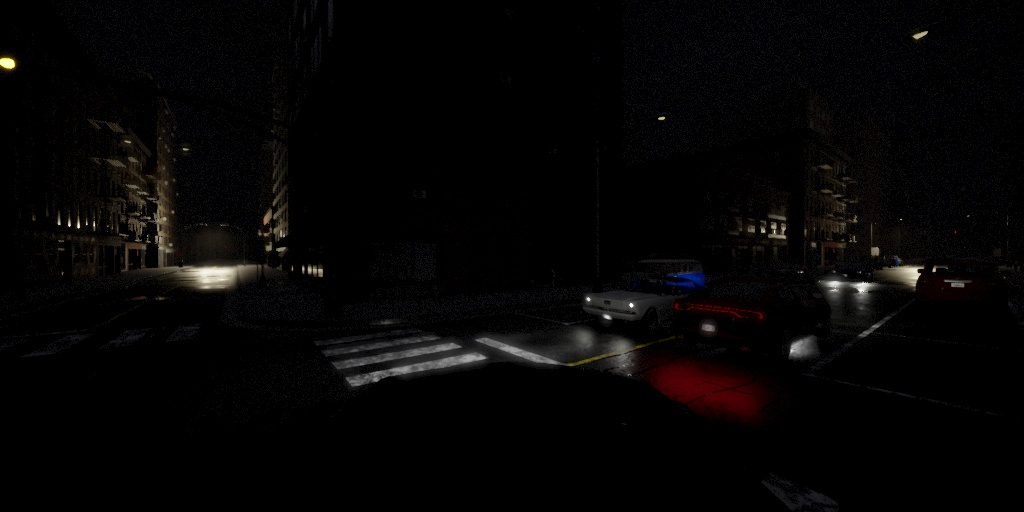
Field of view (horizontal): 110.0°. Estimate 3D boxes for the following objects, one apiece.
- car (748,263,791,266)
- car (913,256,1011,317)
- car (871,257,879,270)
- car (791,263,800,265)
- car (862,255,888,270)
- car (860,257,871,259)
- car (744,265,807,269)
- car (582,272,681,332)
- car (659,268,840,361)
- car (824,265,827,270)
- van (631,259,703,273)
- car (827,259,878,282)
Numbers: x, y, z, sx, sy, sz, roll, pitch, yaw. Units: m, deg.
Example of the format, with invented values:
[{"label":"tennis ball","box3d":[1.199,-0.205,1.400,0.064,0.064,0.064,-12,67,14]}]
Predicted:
[{"label":"car","box3d":[15.624,1.222,22.733,4.313,1.339,1.948,0,0,-37]},{"label":"car","box3d":[16.263,1.014,13.008,5.009,1.841,2.192,0,0,-37]},{"label":"car","box3d":[41.384,1.113,42.446,4.313,1.339,1.948,0,0,-37]},{"label":"car","box3d":[19.917,1.183,26.019,4.507,1.381,1.888,0,0,-37]},{"label":"car","box3d":[45.677,0.844,45.732,5.009,1.841,2.192,0,0,-37]},{"label":"car","box3d":[37.091,1.116,39.161,4.403,1.370,2.007,0,0,-37]},{"label":"car","box3d":[13.546,1.280,17.922,4.718,1.301,1.895,0,0,-38]},{"label":"car","box3d":[4.361,1.318,10.885,4.718,1.301,1.895,0,0,-35]},{"label":"car","box3d":[5.701,1.205,8.325,5.008,1.535,1.882,0,0,-37]},{"label":"car","box3d":[32.663,1.109,35.773,4.829,1.417,1.751,0,0,-37]},{"label":"van","box3d":[7.037,1.032,16.162,3.998,1.789,1.690,0,0,-37]},{"label":"car","box3d":[26.196,1.152,27.560,4.674,1.442,1.812,0,0,-37]}]
